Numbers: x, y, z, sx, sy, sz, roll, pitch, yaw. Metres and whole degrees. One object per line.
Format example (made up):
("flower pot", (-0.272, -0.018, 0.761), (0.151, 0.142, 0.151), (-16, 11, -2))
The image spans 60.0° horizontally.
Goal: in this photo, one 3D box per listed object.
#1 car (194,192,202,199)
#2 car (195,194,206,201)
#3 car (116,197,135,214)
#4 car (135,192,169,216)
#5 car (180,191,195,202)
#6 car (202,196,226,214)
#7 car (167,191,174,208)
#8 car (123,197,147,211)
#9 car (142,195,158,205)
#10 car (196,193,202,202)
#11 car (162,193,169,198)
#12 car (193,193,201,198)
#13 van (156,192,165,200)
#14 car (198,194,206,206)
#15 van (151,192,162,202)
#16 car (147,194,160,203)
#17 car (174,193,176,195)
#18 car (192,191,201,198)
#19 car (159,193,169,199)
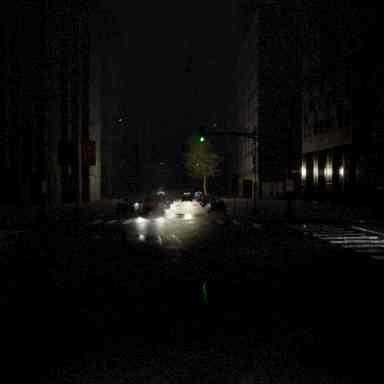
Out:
("car", (1.893, 1.182, 58.581), (2.008, 1.369, 4.403), (0, 0, -1))
("car", (1.718, 1.135, 69.159), (1.947, 1.339, 4.313), (0, 0, -1))
("car", (-6.196, 1.320, 32.242), (2.008, 1.369, 4.403), (0, 0, -1))
("car", (-3.459, 1.145, 29.528), (2.097, 1.767, 4.553), (0, 0, -2))
("car", (-0.911, 1.087, 61.193), (1.882, 1.535, 5.008), (0, 0, -1))
("car", (2.328, 1.341, 32.380), (2.008, 1.369, 4.403), (0, 0, -1))
("car", (-3.637, 1.085, 39.271), (2.097, 1.767, 4.553), (0, 0, -1))
("car", (-6.279, 1.289, 37.234), (2.008, 1.369, 4.403), (0, 0, -1))
("car", (-6.521, 1.216, 51.803), (1.947, 1.339, 4.313), (0, 0, -1))
("car", (2.057, 1.241, 48.711), (2.008, 1.369, 4.403), (0, 0, -1))
("car", (-7.148, 1.014, 89.690), (1.802, 1.307, 4.206), (0, 0, -1))
("car", (1.367, 1.001, 90.311), (2.008, 1.369, 4.403), (0, 0, -1))
("van", (-6.880, 0.864, 73.452), (1.690, 1.788, 3.998), (0, 0, -1))
("car", (2.147, 1.268, 43.267), (1.887, 1.381, 4.507), (0, 0, -1))
("van", (-6.700, 0.927, 62.626), (1.690, 1.788, 3.998), (0, 0, -1))
("car", (-6.608, 1.144, 57.045), (1.752, 1.417, 4.829), (0, 0, -1))
("car", (-3.828, 1.262, 51.109), (1.895, 1.301, 4.718), (0, 0, -1))
("car", (1.280, 0.737, 95.598), (2.192, 1.841, 5.009), (0, 0, -1))
("car", (-7.059, 1.013, 84.278), (2.008, 1.369, 4.403), (0, 0, -1))
